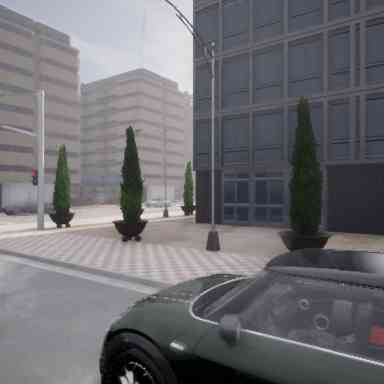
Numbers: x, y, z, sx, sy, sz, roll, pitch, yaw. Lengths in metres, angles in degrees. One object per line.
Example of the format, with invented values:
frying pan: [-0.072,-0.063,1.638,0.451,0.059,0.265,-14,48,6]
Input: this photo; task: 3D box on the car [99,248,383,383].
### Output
car: [1.220,1.353,3.121,4.553,1.767,2.097,0,0,36]

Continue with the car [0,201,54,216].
car: [-16.110,1.601,33.126,2.033,1.411,5.357,0,0,35]

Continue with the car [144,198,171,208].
car: [-4.957,1.579,48.910,1.812,1.442,4.674,0,0,35]
